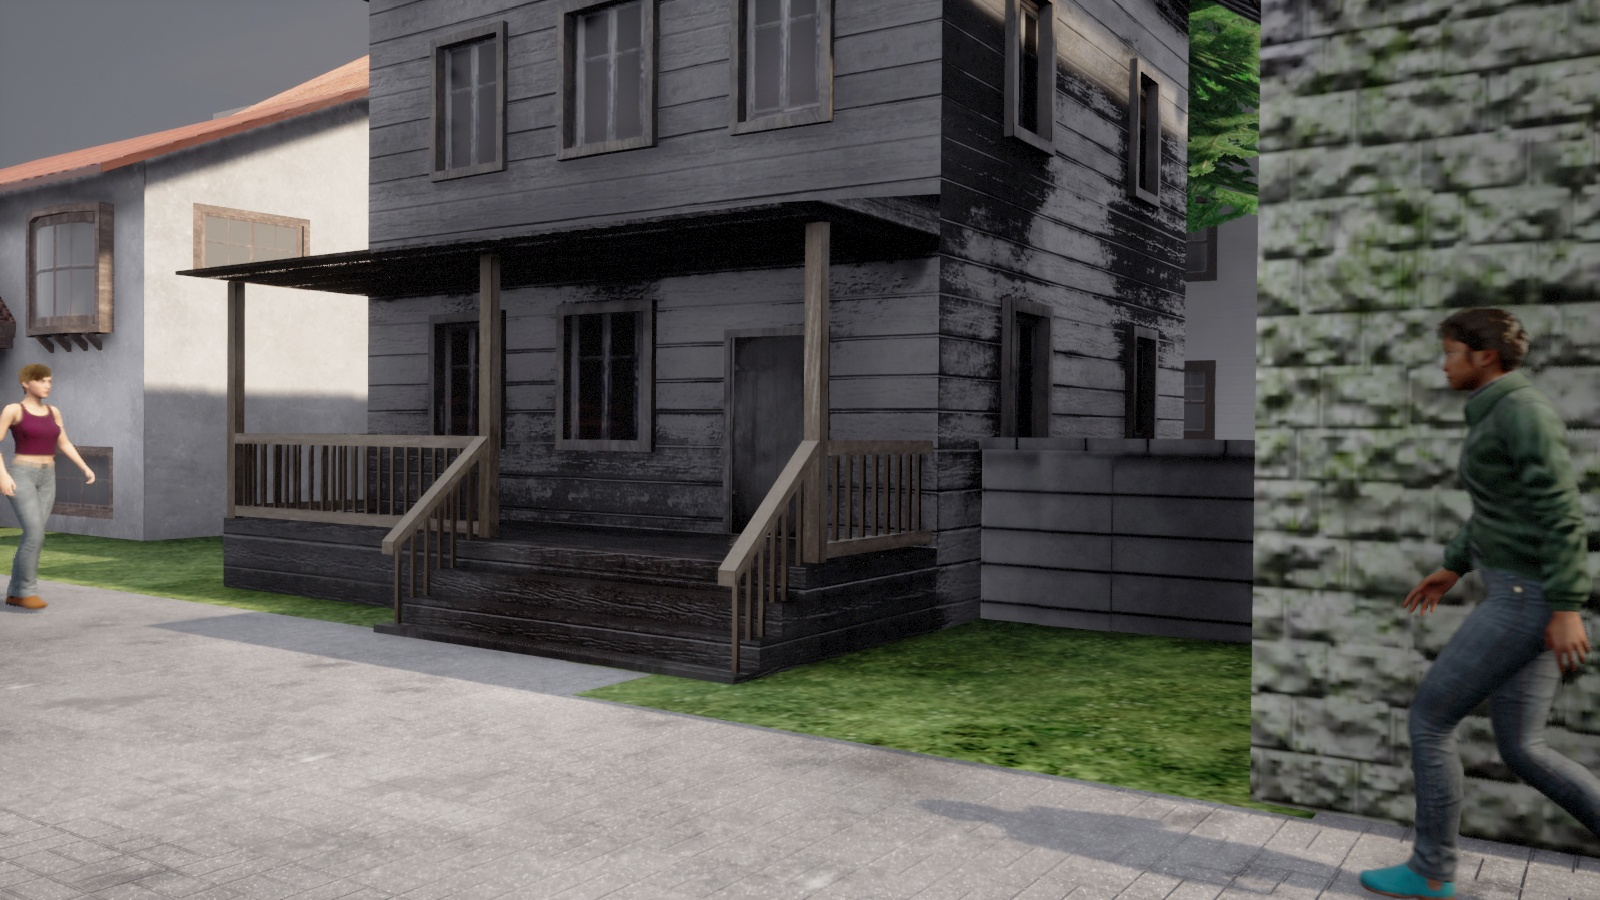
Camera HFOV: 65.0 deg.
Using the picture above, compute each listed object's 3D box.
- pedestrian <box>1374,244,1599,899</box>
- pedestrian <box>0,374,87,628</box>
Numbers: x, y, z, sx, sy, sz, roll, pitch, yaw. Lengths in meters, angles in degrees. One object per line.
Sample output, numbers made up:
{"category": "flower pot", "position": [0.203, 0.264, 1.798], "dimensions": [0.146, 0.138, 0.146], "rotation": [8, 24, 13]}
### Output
{"category": "pedestrian", "position": [2.024, 0.373, 3.628], "dimensions": [0.614, 1.847, 0.353], "rotation": [0, 1, 34]}
{"category": "pedestrian", "position": [-5.687, 0.365, 9.324], "dimensions": [0.594, 1.836, 0.345], "rotation": [0, 1, 18]}
